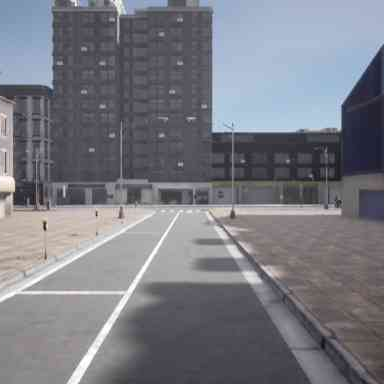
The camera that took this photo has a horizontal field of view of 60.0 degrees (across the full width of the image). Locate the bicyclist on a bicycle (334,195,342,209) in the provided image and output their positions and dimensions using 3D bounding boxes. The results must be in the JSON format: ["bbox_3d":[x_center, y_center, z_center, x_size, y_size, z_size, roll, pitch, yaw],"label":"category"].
[{"bbox_3d":[17.358,1.244,39.588,0.582,1.620,1.656,0,0,0],"label":"bicyclist on a bicycle"}]
